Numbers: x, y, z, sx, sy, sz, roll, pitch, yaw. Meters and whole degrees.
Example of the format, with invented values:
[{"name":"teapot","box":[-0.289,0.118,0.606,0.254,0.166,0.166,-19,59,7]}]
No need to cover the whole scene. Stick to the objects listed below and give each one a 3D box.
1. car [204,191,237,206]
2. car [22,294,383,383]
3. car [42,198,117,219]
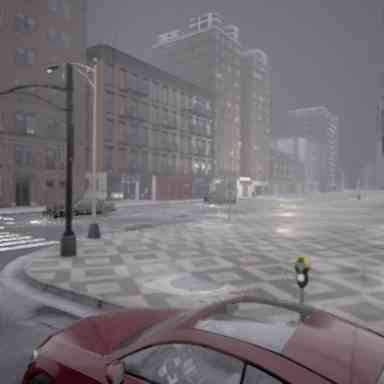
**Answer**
[{"name":"car","box":[3.783,0.843,40.571,1.812,1.442,4.674,1,1,36]},{"name":"car","box":[0.322,1.573,2.730,4.206,1.307,1.802,1,1,35]},{"name":"car","box":[-7.972,1.144,24.233,2.033,1.411,5.357,1,1,36]}]
